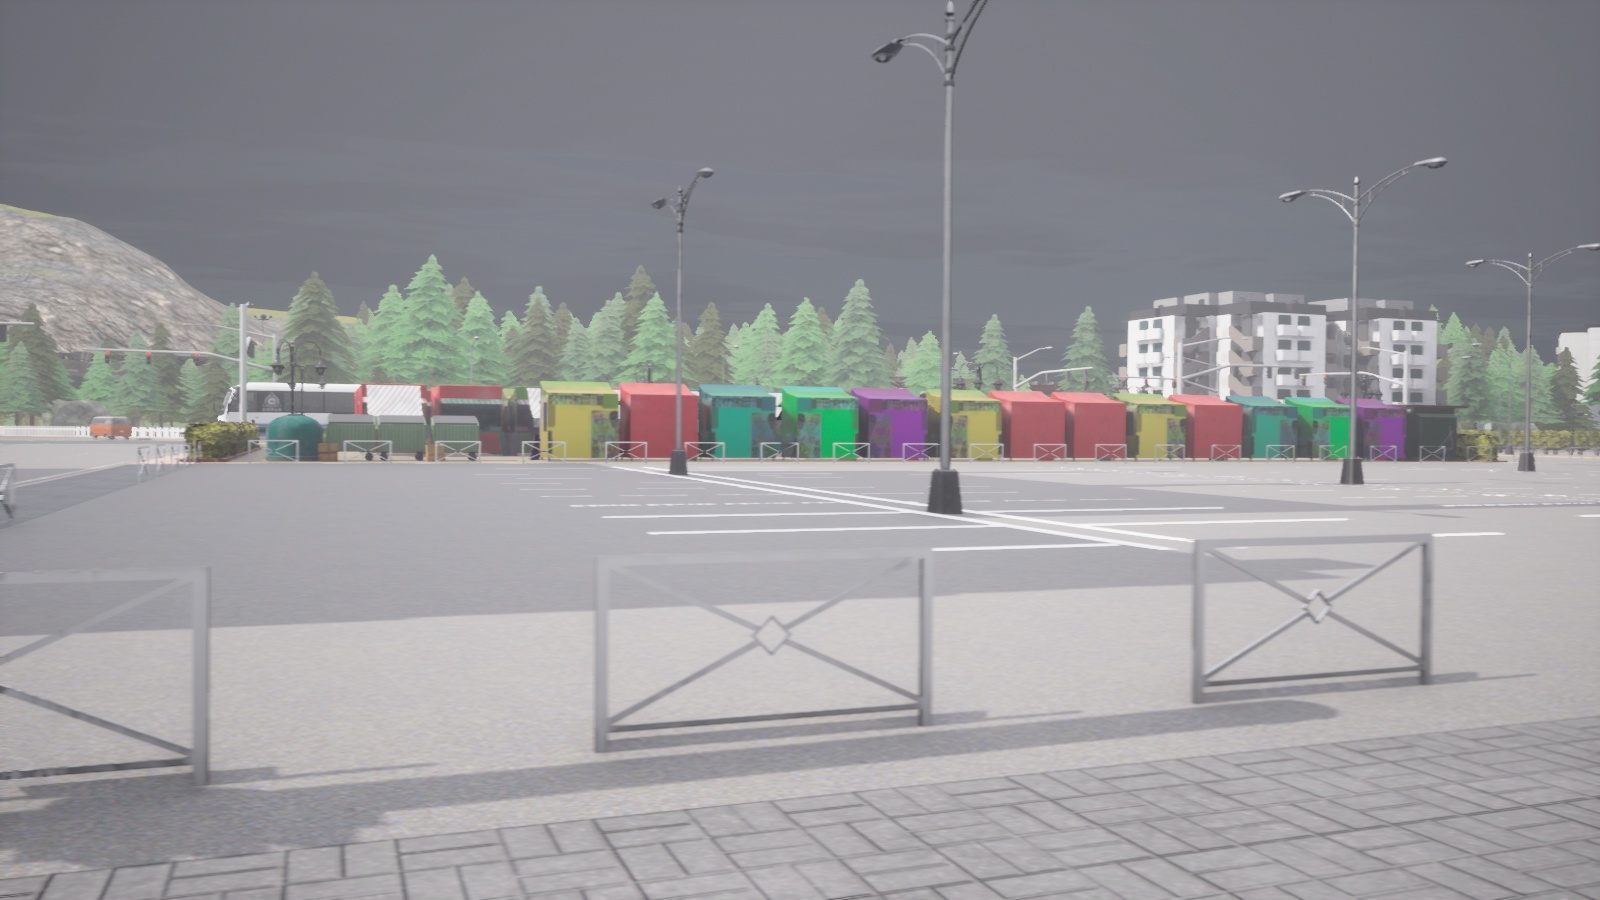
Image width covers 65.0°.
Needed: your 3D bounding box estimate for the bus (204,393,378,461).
[{"bbox_3d":[-33.509,-1.564,82.816,10.273,4.253,3.944,-1,1,-27],"label":"bus"}]
